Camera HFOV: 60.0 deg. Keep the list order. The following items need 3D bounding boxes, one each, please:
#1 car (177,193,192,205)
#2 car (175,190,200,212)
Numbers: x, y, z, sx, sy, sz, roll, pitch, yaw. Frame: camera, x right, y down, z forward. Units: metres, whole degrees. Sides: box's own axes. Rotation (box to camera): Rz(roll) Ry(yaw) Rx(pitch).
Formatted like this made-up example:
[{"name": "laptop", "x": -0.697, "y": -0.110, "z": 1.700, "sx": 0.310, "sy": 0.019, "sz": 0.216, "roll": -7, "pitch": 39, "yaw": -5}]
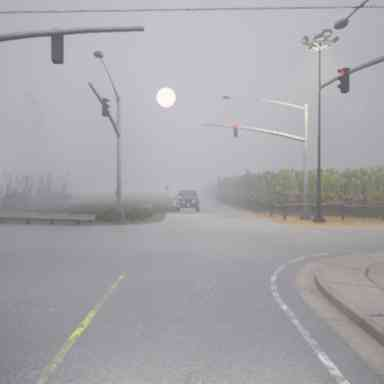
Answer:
[{"name": "car", "x": -1.062, "y": 0.916, "z": 45.106, "sx": 1.812, "sy": 1.442, "sz": 4.674, "roll": 0, "pitch": 1, "yaw": -3}, {"name": "car", "x": -0.456, "y": 0.787, "z": 32.798, "sx": 2.150, "sy": 2.045, "sz": 5.566, "roll": 0, "pitch": 1, "yaw": -3}]
